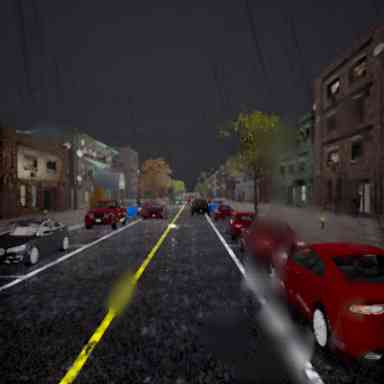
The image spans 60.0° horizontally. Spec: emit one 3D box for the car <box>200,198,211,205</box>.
[{"bbox_3d":[2.659,1.958,67.144,1.947,1.339,4.313,-1,0,0],"label":"car"}]

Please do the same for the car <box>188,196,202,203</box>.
[{"bbox_3d":[0.818,1.616,45.091,2.097,1.767,4.553,0,0,-1],"label":"car"}]

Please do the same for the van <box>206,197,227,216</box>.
[{"bbox_3d":[2.671,1.540,33.856,1.690,1.788,3.998,-1,0,0],"label":"van"}]

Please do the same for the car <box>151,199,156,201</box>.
[{"bbox_3d":[-5.710,1.776,39.398,1.887,1.381,4.507,-1,0,0],"label":"car"}]

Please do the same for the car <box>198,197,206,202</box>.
[{"bbox_3d":[2.650,2.102,89.337,1.802,1.307,4.206,-1,0,0],"label":"car"}]

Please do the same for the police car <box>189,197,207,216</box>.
[{"bbox_3d":[0.885,1.632,35.243,1.930,1.638,5.238,0,0,0],"label":"police car"}]

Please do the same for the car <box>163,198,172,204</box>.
[{"bbox_3d":[-5.726,2.037,78.235,1.802,1.307,4.206,-1,0,0],"label":"car"}]

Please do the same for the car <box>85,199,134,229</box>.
[{"bbox_3d":[-5.705,1.449,22.754,2.192,1.841,5.009,-1,0,0],"label":"car"}]

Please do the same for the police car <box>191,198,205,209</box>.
[{"bbox_3d":[0.878,1.725,51.243,1.930,1.638,5.238,0,0,0],"label":"police car"}]

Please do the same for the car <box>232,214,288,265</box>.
[{"bbox_3d":[2.682,1.651,11.662,1.802,1.307,4.206,-1,0,0],"label":"car"}]

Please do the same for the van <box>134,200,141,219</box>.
[{"bbox_3d":[-5.707,1.508,28.302,1.690,1.788,3.998,-1,0,0],"label":"van"}]

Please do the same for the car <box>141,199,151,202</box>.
[{"bbox_3d":[-5.708,1.639,33.850,1.967,1.590,4.097,-1,0,0],"label":"car"}]

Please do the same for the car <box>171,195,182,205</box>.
[{"bbox_3d":[-3.030,1.930,70.362,2.128,1.511,4.902,0,0,0],"label":"car"}]

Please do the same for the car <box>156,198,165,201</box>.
[{"bbox_3d":[-5.716,1.735,50.495,1.967,1.590,4.097,-1,0,0],"label":"car"}]

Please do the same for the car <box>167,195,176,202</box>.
[{"bbox_3d":[-5.735,1.866,94.881,2.192,1.841,5.009,-1,0,0],"label":"car"}]

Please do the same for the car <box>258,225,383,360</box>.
[{"bbox_3d":[2.685,1.582,6.114,1.887,1.381,4.507,-1,0,0],"label":"car"}]

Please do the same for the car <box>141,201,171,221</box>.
[{"bbox_3d":[-3.107,1.734,28.992,1.994,1.385,4.181,0,0,0],"label":"car"}]

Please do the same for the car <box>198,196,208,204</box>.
[{"bbox_3d":[2.652,1.771,78.243,2.192,1.841,5.009,-1,0,0],"label":"car"}]

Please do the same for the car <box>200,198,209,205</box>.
[{"bbox_3d":[2.657,1.950,72.862,1.752,1.417,4.829,-1,0,0],"label":"car"}]

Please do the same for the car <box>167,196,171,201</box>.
[{"bbox_3d":[-5.721,1.973,67.138,1.802,1.307,4.206,-1,0,0],"label":"car"}]

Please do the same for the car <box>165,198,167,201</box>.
[{"bbox_3d":[-5.717,1.872,56.042,1.887,1.381,4.507,-1,0,0],"label":"car"}]

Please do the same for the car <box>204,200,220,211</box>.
[{"bbox_3d":[2.668,1.846,44.951,1.802,1.307,4.206,-1,0,0],"label":"car"}]

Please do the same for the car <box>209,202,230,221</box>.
[{"bbox_3d":[2.676,1.749,28.307,1.802,1.307,4.206,-1,0,0],"label":"car"}]

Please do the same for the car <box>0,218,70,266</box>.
[{"bbox_3d":[-5.698,1.620,11.656,2.008,1.369,4.403,-1,0,0],"label":"car"}]

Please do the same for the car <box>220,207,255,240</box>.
[{"bbox_3d":[2.680,1.684,17.210,1.802,1.307,4.206,-1,0,0],"label":"car"}]
